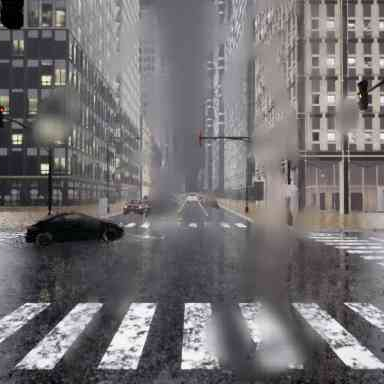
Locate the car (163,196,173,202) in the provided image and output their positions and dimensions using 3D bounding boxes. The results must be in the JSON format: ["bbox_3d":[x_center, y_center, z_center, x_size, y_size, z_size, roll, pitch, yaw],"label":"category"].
[{"bbox_3d":[-5.698,1.582,78.310,2.008,1.369,4.403,1,0,0],"label":"car"}]

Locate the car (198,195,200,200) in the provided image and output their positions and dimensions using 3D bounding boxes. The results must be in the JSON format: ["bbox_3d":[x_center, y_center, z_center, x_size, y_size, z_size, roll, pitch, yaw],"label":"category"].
[{"bbox_3d":[2.686,1.590,61.656,1.947,1.339,4.313,1,0,0],"label":"car"}]

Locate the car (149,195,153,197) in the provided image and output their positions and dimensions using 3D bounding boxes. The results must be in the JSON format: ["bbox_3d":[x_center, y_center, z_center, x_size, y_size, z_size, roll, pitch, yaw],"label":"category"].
[{"bbox_3d":[-5.684,1.332,44.859,2.192,1.841,5.009,1,0,0],"label":"car"}]

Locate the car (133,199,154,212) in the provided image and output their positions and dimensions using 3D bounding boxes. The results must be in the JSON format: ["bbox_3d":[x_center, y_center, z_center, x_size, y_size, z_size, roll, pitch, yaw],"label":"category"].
[{"bbox_3d":[-5.688,1.597,39.284,1.802,1.307,4.206,1,0,0],"label":"car"}]

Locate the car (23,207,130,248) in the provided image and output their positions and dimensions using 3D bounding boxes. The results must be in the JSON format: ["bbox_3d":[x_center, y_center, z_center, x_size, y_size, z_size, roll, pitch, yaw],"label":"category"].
[{"bbox_3d":[-5.221,1.570,14.907,4.181,1.385,1.994,0,0,-30],"label":"car"}]

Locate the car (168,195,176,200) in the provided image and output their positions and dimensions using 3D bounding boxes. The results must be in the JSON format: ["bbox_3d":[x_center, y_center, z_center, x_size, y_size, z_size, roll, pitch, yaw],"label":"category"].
[{"bbox_3d":[-5.704,1.605,95.035,1.947,1.339,4.313,1,0,0],"label":"car"}]

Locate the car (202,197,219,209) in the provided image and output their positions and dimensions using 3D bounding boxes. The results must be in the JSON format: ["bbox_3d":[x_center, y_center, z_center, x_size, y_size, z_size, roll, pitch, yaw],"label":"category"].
[{"bbox_3d":[2.690,1.599,44.923,1.802,1.307,4.206,1,0,0],"label":"car"}]

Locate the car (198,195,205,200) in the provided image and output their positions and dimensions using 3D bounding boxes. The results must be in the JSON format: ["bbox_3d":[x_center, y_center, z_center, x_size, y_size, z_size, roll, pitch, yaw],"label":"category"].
[{"bbox_3d":[2.677,1.584,95.119,1.887,1.381,4.507,1,0,0],"label":"car"}]

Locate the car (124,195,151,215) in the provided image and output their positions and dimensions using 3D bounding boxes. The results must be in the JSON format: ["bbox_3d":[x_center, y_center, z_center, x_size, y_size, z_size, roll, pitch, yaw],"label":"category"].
[{"bbox_3d":[-5.684,1.453,33.709,1.967,1.590,4.097,1,0,0],"label":"car"}]

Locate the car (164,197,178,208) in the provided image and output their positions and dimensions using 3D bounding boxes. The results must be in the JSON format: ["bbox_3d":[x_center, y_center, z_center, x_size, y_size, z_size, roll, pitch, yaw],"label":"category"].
[{"bbox_3d":[-3.102,1.524,50.827,1.837,1.490,4.892,0,0,0],"label":"car"}]

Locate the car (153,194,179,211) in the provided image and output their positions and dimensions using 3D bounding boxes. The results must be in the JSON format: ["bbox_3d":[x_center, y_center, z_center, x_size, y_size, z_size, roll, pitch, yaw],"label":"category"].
[{"bbox_3d":[-3.106,1.237,40.418,2.150,2.045,5.566,0,0,0],"label":"car"}]

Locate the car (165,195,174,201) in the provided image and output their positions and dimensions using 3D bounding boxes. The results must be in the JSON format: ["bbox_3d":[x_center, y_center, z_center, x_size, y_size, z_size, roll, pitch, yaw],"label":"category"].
[{"bbox_3d":[-5.700,1.578,83.885,1.887,1.381,4.507,1,0,0],"label":"car"}]

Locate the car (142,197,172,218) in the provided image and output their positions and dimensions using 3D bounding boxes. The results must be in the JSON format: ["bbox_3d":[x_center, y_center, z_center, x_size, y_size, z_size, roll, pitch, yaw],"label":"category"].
[{"bbox_3d":[-3.109,1.516,30.391,1.837,1.490,4.892,0,0,0],"label":"car"}]

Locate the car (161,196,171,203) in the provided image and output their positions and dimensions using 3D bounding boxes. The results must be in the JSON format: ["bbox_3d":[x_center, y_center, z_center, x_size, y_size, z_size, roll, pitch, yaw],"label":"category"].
[{"bbox_3d":[-5.697,1.573,72.735,1.887,1.381,4.507,1,0,0],"label":"car"}]

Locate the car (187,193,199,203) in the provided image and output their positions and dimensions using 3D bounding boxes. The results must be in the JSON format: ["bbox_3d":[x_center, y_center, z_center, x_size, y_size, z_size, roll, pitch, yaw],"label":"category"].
[{"bbox_3d":[0.068,1.250,70.517,2.150,2.045,5.566,0,0,0],"label":"car"}]

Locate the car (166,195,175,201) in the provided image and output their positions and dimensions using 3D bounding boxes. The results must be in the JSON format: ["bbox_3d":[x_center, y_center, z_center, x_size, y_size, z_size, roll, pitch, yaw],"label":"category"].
[{"bbox_3d":[-5.701,1.587,89.460,2.008,1.369,4.403,1,0,0],"label":"car"}]

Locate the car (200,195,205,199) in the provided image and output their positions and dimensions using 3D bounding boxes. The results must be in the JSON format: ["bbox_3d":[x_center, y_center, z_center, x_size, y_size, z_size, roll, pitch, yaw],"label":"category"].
[{"bbox_3d":[2.689,1.547,56.249,1.752,1.417,4.829,1,0,0],"label":"car"}]
